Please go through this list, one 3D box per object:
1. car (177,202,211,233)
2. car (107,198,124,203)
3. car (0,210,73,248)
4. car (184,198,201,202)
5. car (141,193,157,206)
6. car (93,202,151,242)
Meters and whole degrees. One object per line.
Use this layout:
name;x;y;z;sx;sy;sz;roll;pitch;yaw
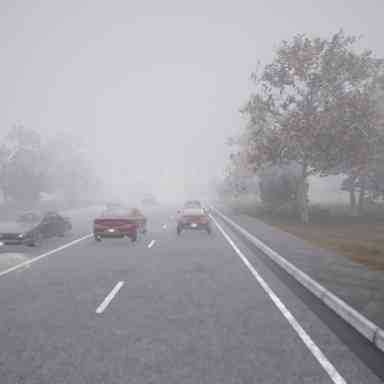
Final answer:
car;0.101;1.525;19.445;1.812;1.442;4.674;0;0;0
car;-10.584;1.563;46.333;1.994;1.385;4.181;0;0;0
car;-7.103;1.547;14.998;2.033;1.411;5.357;0;0;0
car;0.097;1.490;40.570;2.128;1.511;4.902;0;0;0
car;-7.051;1.218;55.292;2.150;2.045;5.566;0;0;1
car;-3.413;1.477;16.560;1.882;1.535;5.008;0;0;0
